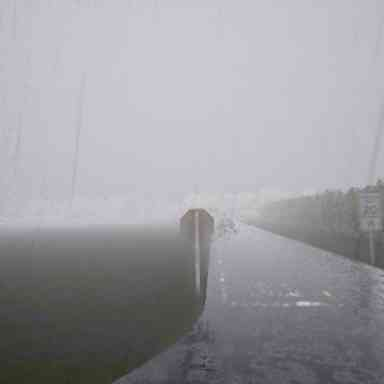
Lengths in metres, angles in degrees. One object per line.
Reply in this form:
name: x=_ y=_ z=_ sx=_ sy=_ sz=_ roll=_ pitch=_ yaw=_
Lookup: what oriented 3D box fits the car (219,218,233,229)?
car: x=4.899 y=4.466 z=48.216 sx=2.128 sy=1.511 sz=4.902 roll=-1 pitch=-4 yaw=4
